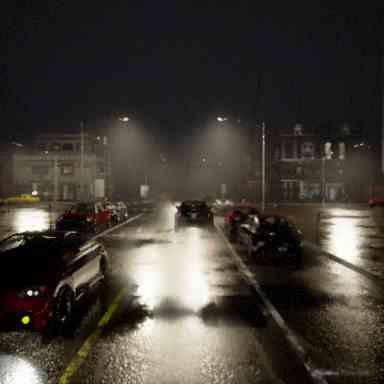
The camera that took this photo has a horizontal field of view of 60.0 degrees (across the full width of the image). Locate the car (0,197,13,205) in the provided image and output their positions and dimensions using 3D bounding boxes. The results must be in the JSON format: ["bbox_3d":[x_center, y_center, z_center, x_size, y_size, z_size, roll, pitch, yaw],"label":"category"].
[{"bbox_3d":[-25.406,1.077,41.589,4.403,1.369,2.008,0,0,1],"label":"car"}]

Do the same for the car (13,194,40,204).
[{"bbox_3d":[-25.443,1.027,49.971,4.829,1.417,1.752,0,0,1],"label":"car"}]

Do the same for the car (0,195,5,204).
[{"bbox_3d":[-30.810,1.059,50.055,4.206,1.307,1.802,0,0,1],"label":"car"}]

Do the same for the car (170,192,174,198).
[{"bbox_3d":[-5.676,0.951,72.623,2.008,1.369,4.403,0,0,0],"label":"car"}]

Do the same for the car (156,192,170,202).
[{"bbox_3d":[-5.677,1.073,61.581,1.802,1.307,4.206,0,0,0],"label":"car"}]

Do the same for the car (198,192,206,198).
[{"bbox_3d":[2.707,0.818,89.174,2.008,1.369,4.403,0,0,0],"label":"car"}]

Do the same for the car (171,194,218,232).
[{"bbox_3d":[0.102,1.195,18.888,2.097,1.767,4.553,0,0,0],"label":"car"}]

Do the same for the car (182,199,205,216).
[{"bbox_3d":[0.095,1.350,30.268,1.895,1.301,4.718,0,0,0],"label":"car"}]

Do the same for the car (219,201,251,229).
[{"bbox_3d":[2.697,1.397,17.793,1.887,1.381,4.507,0,0,0],"label":"car"}]

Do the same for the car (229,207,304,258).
[{"bbox_3d":[2.696,1.450,12.102,2.008,1.369,4.403,0,0,0],"label":"car"}]

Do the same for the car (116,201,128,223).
[{"bbox_3d":[-5.683,1.355,23.503,2.008,1.369,4.403,0,0,0],"label":"car"}]

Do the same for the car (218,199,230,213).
[{"bbox_3d":[2.699,1.309,29.177,2.008,1.369,4.403,0,0,0],"label":"car"}]

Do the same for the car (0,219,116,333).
[{"bbox_3d":[-3.097,1.507,6.751,1.994,1.385,4.181,0,0,0],"label":"car"}]

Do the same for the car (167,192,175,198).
[{"bbox_3d":[-5.673,0.793,89.019,1.752,1.417,4.829,0,0,0],"label":"car"}]

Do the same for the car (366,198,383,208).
[{"bbox_3d":[23.652,1.344,40.794,4.206,1.307,1.802,0,0,1],"label":"car"}]

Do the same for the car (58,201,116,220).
[{"bbox_3d":[-5.683,1.291,17.810,1.967,1.590,4.097,0,0,0],"label":"car"}]

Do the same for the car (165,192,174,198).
[{"bbox_3d":[-5.673,0.751,83.666,1.967,1.590,4.097,0,0,0],"label":"car"}]

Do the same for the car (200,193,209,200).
[{"bbox_3d":[2.705,0.983,72.608,1.802,1.307,4.206,0,0,0],"label":"car"}]
